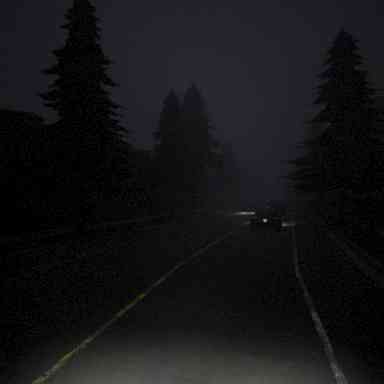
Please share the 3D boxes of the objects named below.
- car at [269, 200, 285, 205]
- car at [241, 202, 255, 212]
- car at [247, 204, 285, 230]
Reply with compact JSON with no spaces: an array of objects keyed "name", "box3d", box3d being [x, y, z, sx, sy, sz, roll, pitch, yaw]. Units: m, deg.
[{"name":"car","box3d":[10.025,1.807,39.714,2.097,1.767,4.553,0,-1,16]},{"name":"car","box3d":[7.954,2.057,45.467,1.994,1.385,4.181,0,-1,16]},{"name":"car","box3d":[5.252,1.826,23.316,1.994,1.385,4.181,0,-1,16]}]
